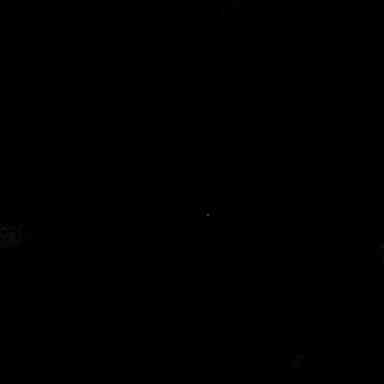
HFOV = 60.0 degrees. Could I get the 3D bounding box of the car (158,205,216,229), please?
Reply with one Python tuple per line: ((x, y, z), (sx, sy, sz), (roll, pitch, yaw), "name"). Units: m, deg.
((-0.501, 1.733, 25.077), (4.553, 1.767, 2.097), (-1, -1, 40), "car")
